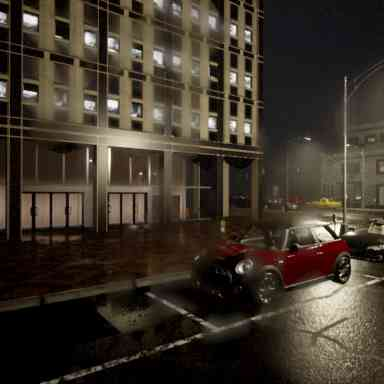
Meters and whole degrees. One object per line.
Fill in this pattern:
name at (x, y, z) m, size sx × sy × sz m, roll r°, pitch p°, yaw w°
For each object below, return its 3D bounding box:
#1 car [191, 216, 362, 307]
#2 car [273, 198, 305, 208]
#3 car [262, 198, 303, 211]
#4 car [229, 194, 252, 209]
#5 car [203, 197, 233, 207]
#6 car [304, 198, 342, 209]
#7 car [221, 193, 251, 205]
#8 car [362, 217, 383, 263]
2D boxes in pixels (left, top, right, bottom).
car at (1.944, 1.440, 7.931) m, size 4.097 × 1.590 × 1.967 m, roll 0°, pitch 0°, yaw -35°
car at (13.649, 1.479, 47.099) m, size 1.802 × 1.307 × 4.206 m, roll 1°, pitch 0°, yaw -35°
car at (9.885, 1.426, 37.788) m, size 2.008 × 1.369 × 4.403 m, roll 1°, pitch 0°, yaw -35°
car at (6.747, 1.166, 42.349) m, size 2.192 × 1.841 × 5.009 m, roll 1°, pitch 0°, yaw -35°
car at (3.605, 1.379, 46.910) m, size 2.008 × 1.369 × 4.403 m, roll 1°, pitch 0°, yaw -35°
car at (16.692, 1.445, 42.678) m, size 1.752 × 1.417 × 4.829 m, roll 1°, pitch 0°, yaw -35°
car at (7.371, 1.167, 56.221) m, size 2.192 × 1.841 × 5.009 m, roll 1°, pitch 0°, yaw -35°
car at (6.582, 1.551, 11.231) m, size 4.403 × 1.369 × 2.008 m, roll 0°, pitch 0°, yaw -35°
